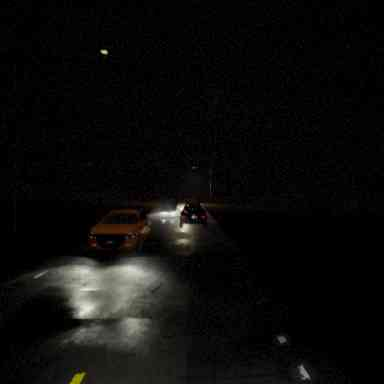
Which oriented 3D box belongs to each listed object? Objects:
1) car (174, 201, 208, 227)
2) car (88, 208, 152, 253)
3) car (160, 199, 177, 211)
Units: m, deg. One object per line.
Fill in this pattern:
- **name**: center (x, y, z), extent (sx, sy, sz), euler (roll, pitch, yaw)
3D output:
- **car**: center (0.095, 1.579, 22.839), extent (2.033, 1.411, 5.357), euler (0, 0, 0)
- **car**: center (-2.832, 1.488, 14.007), extent (1.882, 1.535, 5.008), euler (0, 0, 0)
- **car**: center (-2.851, 1.606, 41.928), extent (2.128, 1.511, 4.902), euler (0, 0, 0)
